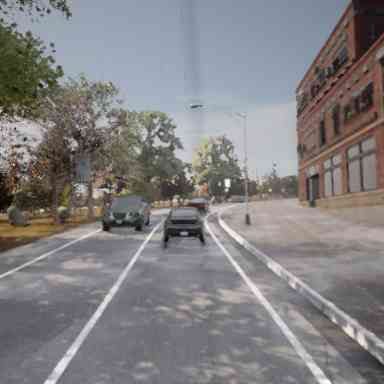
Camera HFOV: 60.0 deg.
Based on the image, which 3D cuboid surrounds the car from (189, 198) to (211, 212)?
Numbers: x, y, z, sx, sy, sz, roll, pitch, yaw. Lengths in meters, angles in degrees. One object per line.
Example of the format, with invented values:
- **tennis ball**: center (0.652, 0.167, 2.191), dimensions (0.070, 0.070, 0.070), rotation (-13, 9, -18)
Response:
- **car**: center (0.760, 1.391, 34.718), dimensions (1.882, 1.535, 5.008), rotation (-1, 0, 10)

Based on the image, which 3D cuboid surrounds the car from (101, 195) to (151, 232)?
- **car**: center (-3.838, 1.219, 20.286), dimensions (2.150, 2.045, 5.566), rotation (0, 0, 0)

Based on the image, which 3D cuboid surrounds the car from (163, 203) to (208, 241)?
- **car**: center (-0.383, 1.508, 16.570), dimensions (1.837, 1.490, 4.892), rotation (0, 0, -1)

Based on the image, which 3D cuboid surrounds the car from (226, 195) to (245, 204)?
- **car**: center (8.016, 1.324, 60.663), dimensions (2.128, 1.511, 4.902), rotation (-4, -2, 35)
